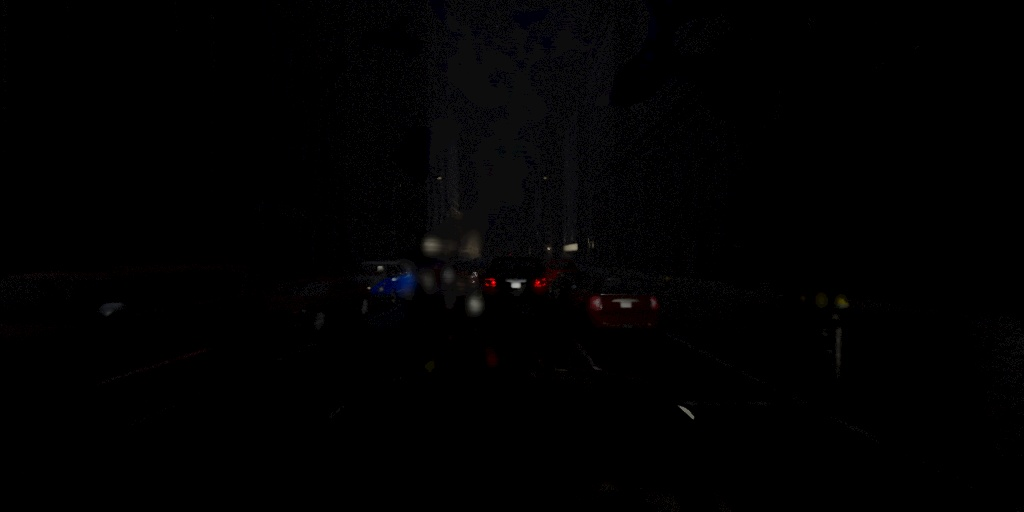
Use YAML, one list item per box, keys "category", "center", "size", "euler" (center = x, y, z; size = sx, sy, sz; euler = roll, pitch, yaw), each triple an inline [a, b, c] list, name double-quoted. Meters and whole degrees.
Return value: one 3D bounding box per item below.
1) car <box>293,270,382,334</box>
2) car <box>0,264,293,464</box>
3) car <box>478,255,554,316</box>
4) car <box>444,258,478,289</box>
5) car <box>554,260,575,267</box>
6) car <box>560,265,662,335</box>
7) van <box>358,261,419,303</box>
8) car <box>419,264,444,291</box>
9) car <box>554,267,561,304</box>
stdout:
- category: "car"
  center: [-5.744, 1.303, 10.674]
  size: [1.888, 1.381, 4.507]
  euler: [0, 0, 0]
- category: "car"
  center: [-5.761, 1.059, 5.037]
  size: [2.192, 1.841, 5.009]
  euler: [0, 0, 0]
- category: "car"
  center: [0.130, 1.001, 13.689]
  size: [2.150, 2.045, 5.566]
  euler: [0, 0, 0]
- category: "car"
  center: [-3.019, 1.150, 23.616]
  size: [2.097, 1.767, 4.553]
  euler: [0, 0, 0]
- category: "car"
  center: [2.816, 1.122, 21.930]
  size: [2.192, 1.841, 5.009]
  euler: [0, 0, 0]
- category: "car"
  center: [2.781, 1.219, 10.657]
  size: [1.967, 1.591, 4.097]
  euler: [0, 0, 0]
- category: "van"
  center: [-5.727, 1.113, 16.311]
  size: [1.690, 1.789, 3.998]
  euler: [0, 0, 0]
- category: "car"
  center: [-5.709, 1.226, 21.947]
  size: [1.967, 1.591, 4.097]
  euler: [0, 0, 0]
- category: "car"
  center: [2.798, 1.359, 16.294]
  size: [1.948, 1.339, 4.313]
  euler: [0, 0, 0]
